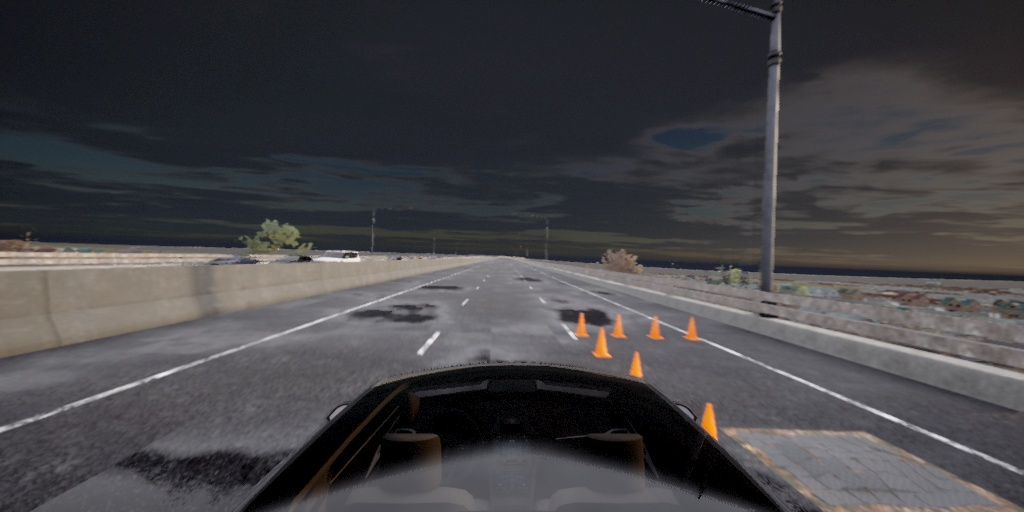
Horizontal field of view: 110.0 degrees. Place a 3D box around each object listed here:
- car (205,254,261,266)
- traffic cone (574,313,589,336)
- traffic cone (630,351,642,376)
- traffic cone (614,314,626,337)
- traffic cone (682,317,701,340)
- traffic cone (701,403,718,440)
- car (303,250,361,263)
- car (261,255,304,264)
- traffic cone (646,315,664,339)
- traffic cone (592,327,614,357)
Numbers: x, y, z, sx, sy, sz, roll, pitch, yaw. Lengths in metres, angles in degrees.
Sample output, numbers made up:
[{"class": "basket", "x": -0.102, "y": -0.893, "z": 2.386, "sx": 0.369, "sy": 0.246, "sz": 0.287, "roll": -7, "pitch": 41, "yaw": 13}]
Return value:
[{"class": "car", "x": -21.571, "y": 0.576, "z": 27.992, "sx": 1.994, "sy": 1.385, "sz": 4.181, "roll": 2, "pitch": 0, "yaw": -1}, {"class": "traffic cone", "x": 1.857, "y": 1.818, "z": 9.641, "sx": 0.340, "sy": 0.580, "sz": 0.340, "roll": 0, "pitch": 0, "yaw": -1}, {"class": "traffic cone", "x": 1.941, "y": 1.802, "z": 5.642, "sx": 0.340, "sy": 0.580, "sz": 0.340, "roll": 0, "pitch": 0, "yaw": -1}, {"class": "traffic cone", "x": 2.856, "y": 1.858, "z": 9.662, "sx": 0.340, "sy": 0.580, "sz": 0.340, "roll": 0, "pitch": 0, "yaw": -1}, {"class": "traffic cone", "x": 4.853, "y": 1.938, "z": 9.703, "sx": 0.340, "sy": 0.580, "sz": 0.340, "roll": 0, "pitch": 0, "yaw": -1}, {"class": "traffic cone", "x": 1.983, "y": 1.794, "z": 3.642, "sx": 0.340, "sy": 0.580, "sz": 0.340, "roll": 0, "pitch": 0, "yaw": -1}, {"class": "car", "x": -14.607, "y": 0.524, "z": 30.090, "sx": 2.150, "sy": 2.045, "sz": 5.566, "roll": 2, "pitch": -1, "yaw": -1}, {"class": "car", "x": -18.113, "y": 0.665, "z": 29.911, "sx": 1.837, "sy": 1.490, "sz": 4.892, "roll": 2, "pitch": -1, "yaw": -1}, {"class": "traffic cone", "x": 3.855, "y": 1.898, "z": 9.682, "sx": 0.340, "sy": 0.580, "sz": 0.340, "roll": 0, "pitch": 0, "yaw": -1}, {"class": "traffic cone", "x": 1.899, "y": 1.810, "z": 7.641, "sx": 0.340, "sy": 0.580, "sz": 0.340, "roll": 0, "pitch": 0, "yaw": -1}]
